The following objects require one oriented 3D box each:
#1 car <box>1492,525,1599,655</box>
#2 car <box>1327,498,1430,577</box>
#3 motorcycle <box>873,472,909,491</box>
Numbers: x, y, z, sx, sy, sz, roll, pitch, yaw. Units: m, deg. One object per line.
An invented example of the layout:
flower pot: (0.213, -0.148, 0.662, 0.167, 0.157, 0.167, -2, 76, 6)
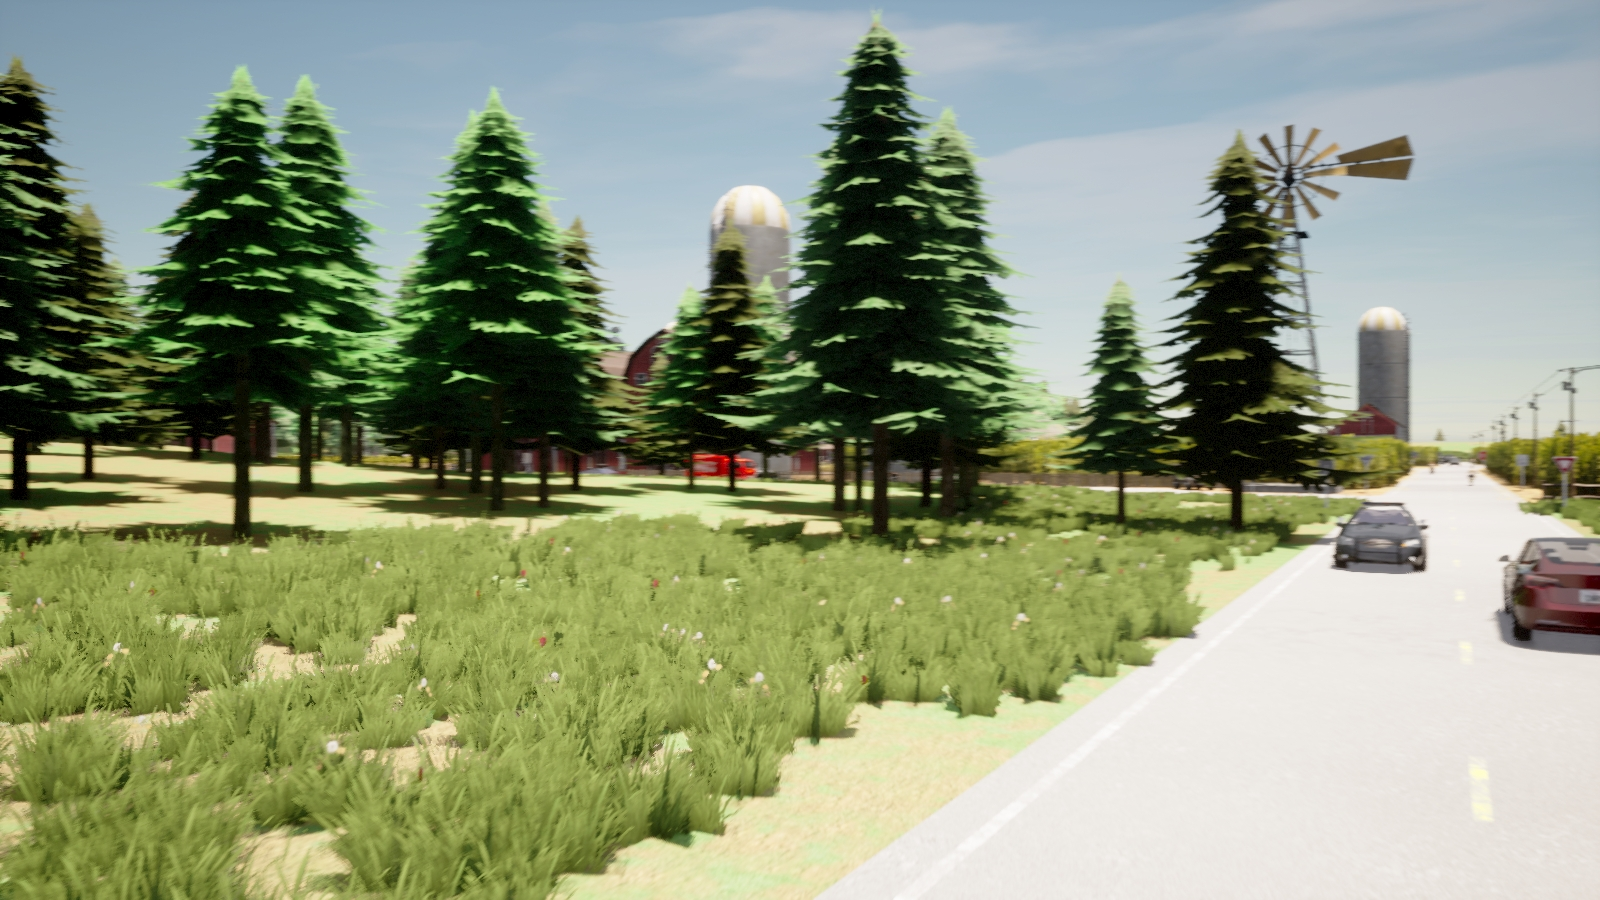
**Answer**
car: (12.125, 2.079, 17.813, 2.163, 1.488, 4.792, 0, 0, 30)
car: (14.404, 2.070, 28.292, 2.038, 1.542, 4.974, 0, 0, 29)
motorcycle: (6.236, 2.165, 78.465, 2.356, 1.277, 0.764, 0, 0, 30)
